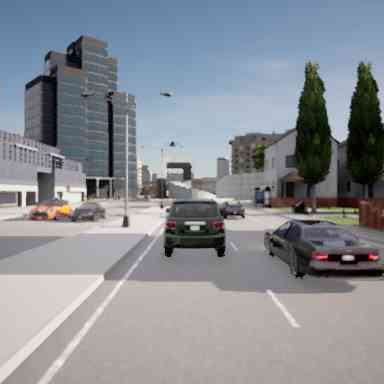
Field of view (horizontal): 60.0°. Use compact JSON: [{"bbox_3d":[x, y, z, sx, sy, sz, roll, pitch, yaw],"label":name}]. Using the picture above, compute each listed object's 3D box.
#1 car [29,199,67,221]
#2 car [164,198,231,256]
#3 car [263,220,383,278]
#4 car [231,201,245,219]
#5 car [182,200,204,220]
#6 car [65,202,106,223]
[{"bbox_3d":[-11.598,1.409,27.617,2.097,1.767,4.553,0,0,0],"label":"car"},{"bbox_3d":[0.096,1.251,13.390,2.150,2.045,5.566,0,0,0],"label":"car"},{"bbox_3d":[3.594,1.568,10.153,2.033,1.411,5.357,0,0,0],"label":"car"},{"bbox_3d":[3.595,1.553,30.086,2.128,1.511,4.902,0,0,0],"label":"car"},{"bbox_3d":[0.095,1.566,30.137,1.837,1.490,4.892,0,0,0],"label":"car"},{"bbox_3d":[-8.100,1.580,26.389,1.812,1.442,4.674,0,0,0],"label":"car"}]
